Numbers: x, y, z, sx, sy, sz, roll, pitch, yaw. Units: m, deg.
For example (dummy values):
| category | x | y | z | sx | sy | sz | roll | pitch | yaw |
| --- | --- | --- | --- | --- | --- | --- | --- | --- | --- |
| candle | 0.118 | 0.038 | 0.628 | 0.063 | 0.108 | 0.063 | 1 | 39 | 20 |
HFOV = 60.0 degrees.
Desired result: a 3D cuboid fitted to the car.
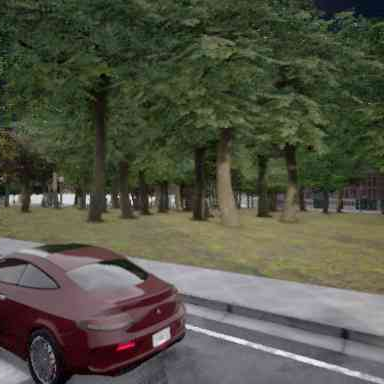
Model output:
| category | x | y | z | sx | sy | sz | roll | pitch | yaw |
| --- | --- | --- | --- | --- | --- | --- | --- | --- | --- |
| car | -2.235 | 1.561 | 5.283 | 4.674 | 1.442 | 1.812 | 0 | 0 | 35 |
